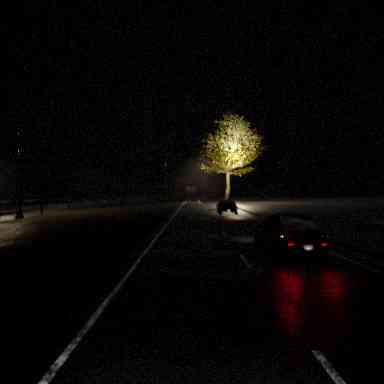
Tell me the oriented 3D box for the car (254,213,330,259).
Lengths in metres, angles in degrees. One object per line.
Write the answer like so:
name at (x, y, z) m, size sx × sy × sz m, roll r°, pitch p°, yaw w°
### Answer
car at (3.597, 1.534, 12.575) m, size 1.812 × 1.442 × 4.674 m, roll 0°, pitch 0°, yaw 0°

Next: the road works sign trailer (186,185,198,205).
road works sign trailer at (-0.006, 0.516, 61.540) m, size 2.380 × 3.560 × 2.880 m, roll 0°, pitch 0°, yaw 0°

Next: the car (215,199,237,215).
car at (3.596, 1.527, 34.926) m, size 1.837 × 1.490 × 4.892 m, roll 0°, pitch 0°, yaw 0°
